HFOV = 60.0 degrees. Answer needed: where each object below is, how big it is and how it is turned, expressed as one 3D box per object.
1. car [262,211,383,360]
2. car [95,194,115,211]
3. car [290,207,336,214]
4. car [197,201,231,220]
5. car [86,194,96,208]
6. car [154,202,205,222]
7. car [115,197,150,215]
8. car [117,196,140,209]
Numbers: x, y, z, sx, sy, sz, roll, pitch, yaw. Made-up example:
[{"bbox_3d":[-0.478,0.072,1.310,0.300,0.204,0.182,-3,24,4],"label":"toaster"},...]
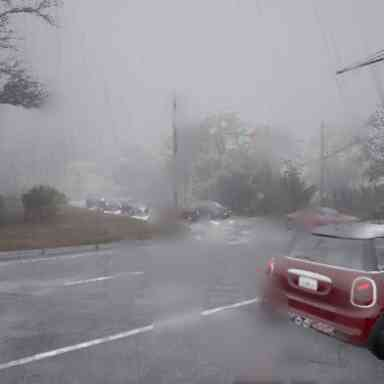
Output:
[{"bbox_3d":[3.447,1.360,6.099,4.553,1.767,2.097,0,0,-35],"label":"car"},{"bbox_3d":[-10.590,1.444,42.820,2.097,1.767,4.553,0,0,-27],"label":"car"},{"bbox_3d":[7.679,1.584,19.595,1.994,1.385,4.181,0,0,-41],"label":"car"},{"bbox_3d":[1.384,1.524,28.497,1.837,1.490,4.892,0,0,-31],"label":"car"},{"bbox_3d":[-15.257,1.406,52.281,2.150,2.045,5.566,0,0,-25],"label":"car"},{"bbox_3d":[-1.253,1.615,26.033,1.895,1.301,4.718,0,0,-30],"label":"car"},{"bbox_3d":[-5.906,1.528,34.108,2.128,1.511,4.902,0,0,-29],"label":"car"},{"bbox_3d":[-9.169,1.478,47.644,2.097,1.767,4.553,0,-1,-26],"label":"car"}]
